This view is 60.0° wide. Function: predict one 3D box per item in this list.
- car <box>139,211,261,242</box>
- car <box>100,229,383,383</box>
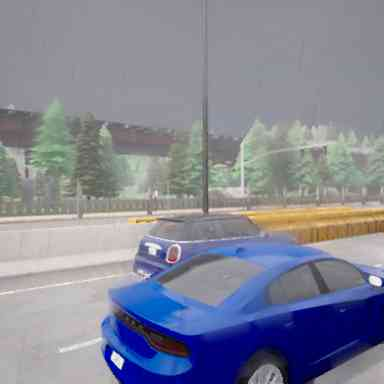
[{"bbox_3d":[0.840,1.336,8.651,4.553,1.767,2.097,0,0,-36],"label":"car"},{"bbox_3d":[1.288,1.468,4.670,5.008,1.535,1.882,0,0,-35],"label":"car"}]
